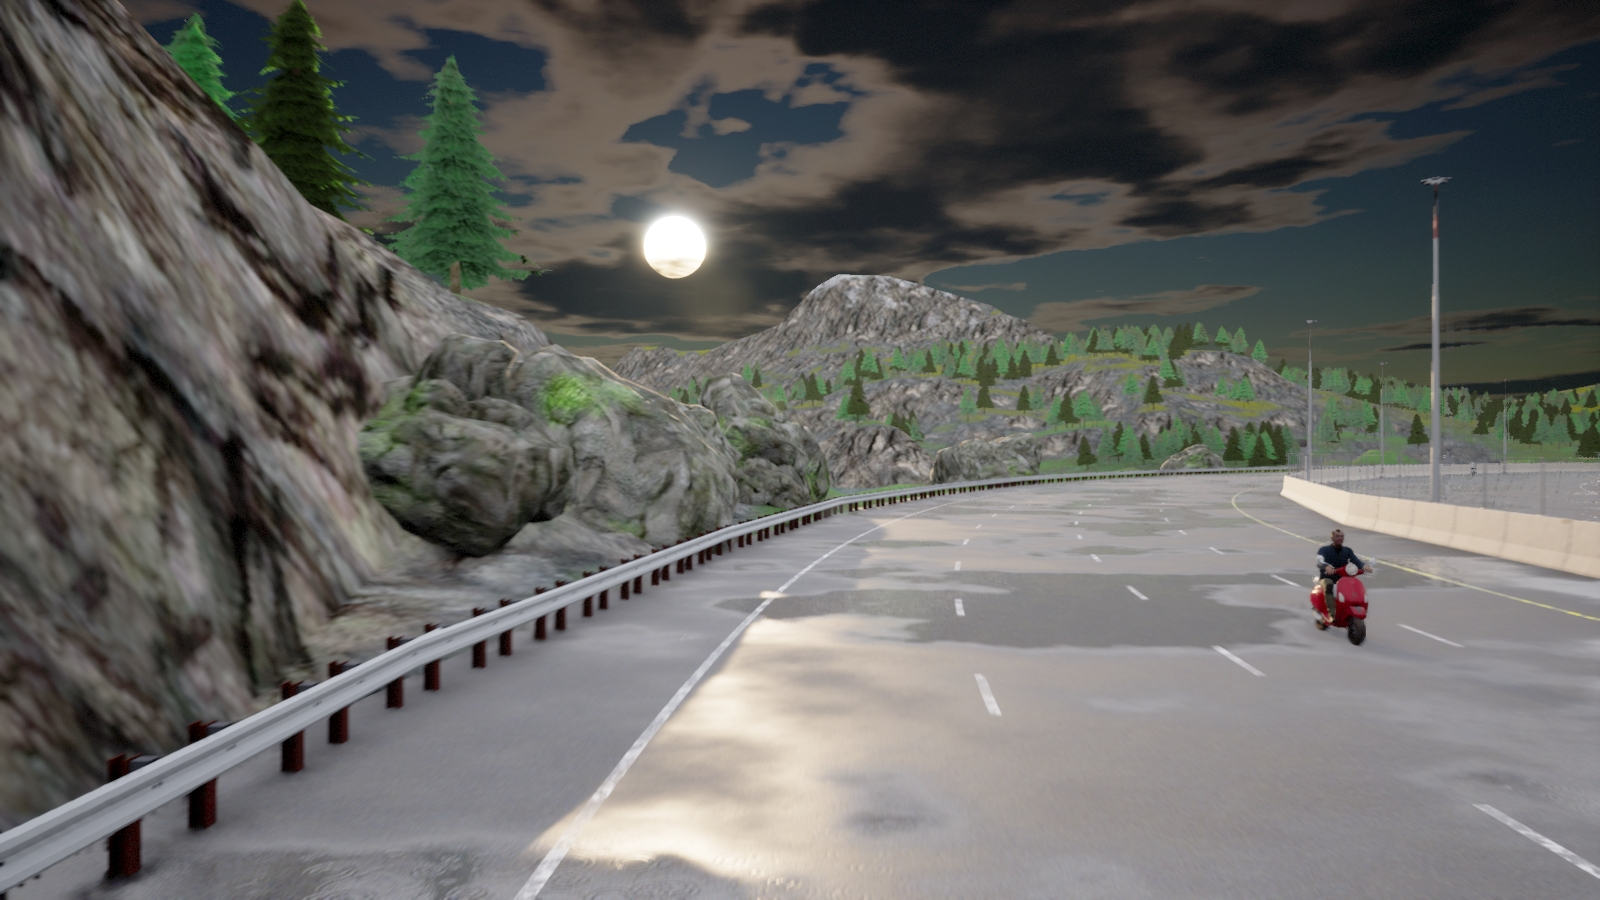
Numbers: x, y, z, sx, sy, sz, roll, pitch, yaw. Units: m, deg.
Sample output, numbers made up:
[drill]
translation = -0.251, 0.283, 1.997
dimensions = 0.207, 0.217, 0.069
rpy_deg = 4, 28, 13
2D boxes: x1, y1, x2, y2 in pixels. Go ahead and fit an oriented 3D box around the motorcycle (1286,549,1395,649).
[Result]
[motorcycle]
translation = 8.049, 2.191, 17.108
dimensions = 0.856, 1.236, 1.805
rpy_deg = 2, 0, 5
